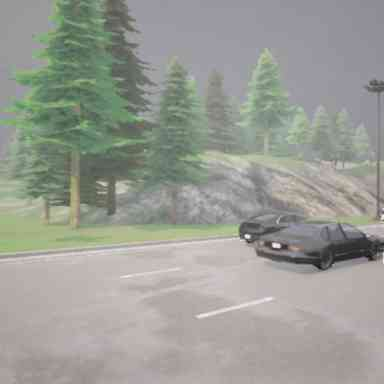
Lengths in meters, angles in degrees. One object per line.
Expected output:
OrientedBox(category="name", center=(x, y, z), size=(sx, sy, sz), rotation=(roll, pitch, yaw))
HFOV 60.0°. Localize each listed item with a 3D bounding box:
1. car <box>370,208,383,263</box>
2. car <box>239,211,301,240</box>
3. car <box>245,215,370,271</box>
OrientedBox(category="car", center=(7.488, 1.373, 9.174), size=(5.566, 2.045, 2.150), rotation=(1, 0, -35))
OrientedBox(category="car", center=(4.357, 1.671, 15.523), size=(4.892, 1.490, 1.837), rotation=(0, 0, -35))
OrientedBox(category="car", center=(4.586, 1.683, 11.416), size=(5.357, 1.411, 2.033), rotation=(1, -1, -35))
